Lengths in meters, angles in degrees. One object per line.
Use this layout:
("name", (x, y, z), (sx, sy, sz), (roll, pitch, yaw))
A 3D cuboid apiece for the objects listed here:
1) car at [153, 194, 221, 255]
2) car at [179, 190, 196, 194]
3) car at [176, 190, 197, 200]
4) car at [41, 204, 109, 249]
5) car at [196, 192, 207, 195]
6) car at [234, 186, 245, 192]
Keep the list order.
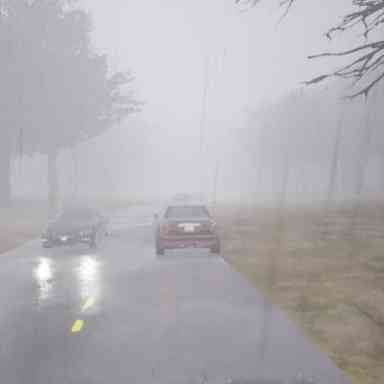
("car", (-0.372, 1.131, 12.510), (2.097, 1.767, 4.553), (0, 1, -8))
("car", (-1.226, 0.875, 38.275), (2.033, 1.411, 5.357), (0, 1, 8))
("car", (-0.806, 0.428, 54.507), (1.882, 1.535, 5.008), (0, 2, 18))
("car", (-4.519, 1.273, 13.468), (1.837, 1.490, 4.892), (0, 1, -6))
("car", (1.150, 0.659, 50.190), (1.895, 1.301, 4.718), (0, 2, 17))
("car", (12.101, -0.792, 84.569), (2.128, 1.511, 4.902), (0, 2, 25))
